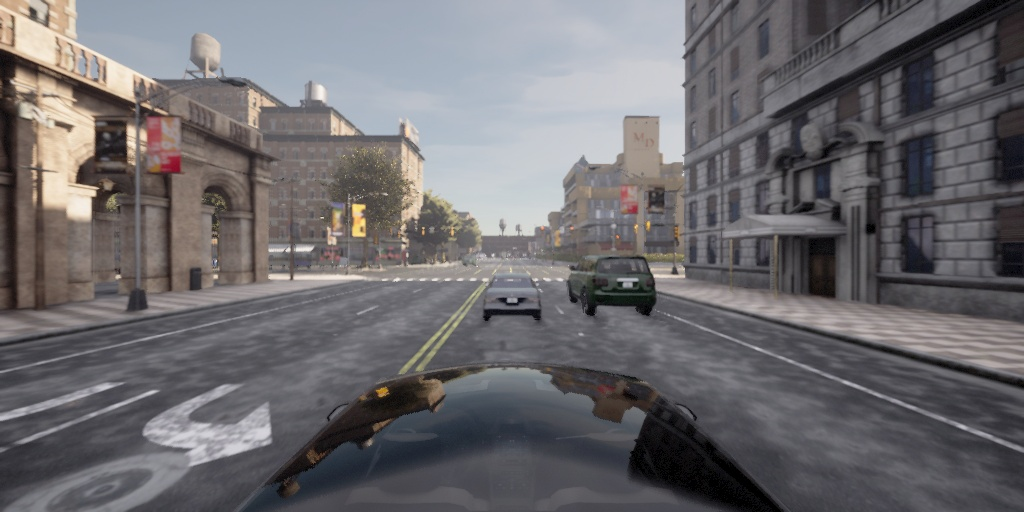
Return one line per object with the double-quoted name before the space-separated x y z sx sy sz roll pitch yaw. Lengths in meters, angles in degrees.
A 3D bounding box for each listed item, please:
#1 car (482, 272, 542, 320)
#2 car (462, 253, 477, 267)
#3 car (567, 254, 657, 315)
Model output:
"car" 0.007 1.275 12.495 2.033 1.411 5.357 0 0 0
"car" -7.558 0.837 63.886 2.150 2.045 5.566 0 0 -1
"car" 3.505 0.948 13.539 2.150 2.045 5.566 0 0 0
